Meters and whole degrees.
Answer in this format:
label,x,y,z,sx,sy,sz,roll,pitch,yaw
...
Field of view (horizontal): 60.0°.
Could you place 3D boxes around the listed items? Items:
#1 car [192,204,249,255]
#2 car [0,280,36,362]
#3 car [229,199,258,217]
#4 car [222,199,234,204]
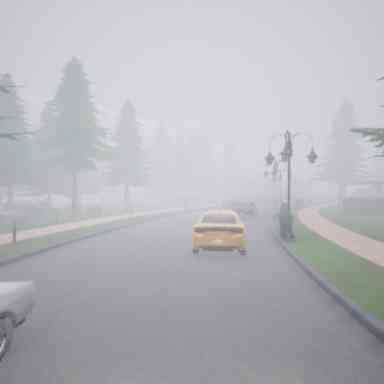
label,x,y,z,sx,sy,sz,roll,pitch,yaw
car,1.170,1.480,13.487,1.882,1.535,5.008,0,0,7
car,-3.438,1.590,2.983,1.895,1.301,4.718,0,0,2
car,5.157,1.612,31.901,1.895,1.301,4.718,0,0,17
car,5.336,1.612,43.273,1.895,1.301,4.718,0,0,23
